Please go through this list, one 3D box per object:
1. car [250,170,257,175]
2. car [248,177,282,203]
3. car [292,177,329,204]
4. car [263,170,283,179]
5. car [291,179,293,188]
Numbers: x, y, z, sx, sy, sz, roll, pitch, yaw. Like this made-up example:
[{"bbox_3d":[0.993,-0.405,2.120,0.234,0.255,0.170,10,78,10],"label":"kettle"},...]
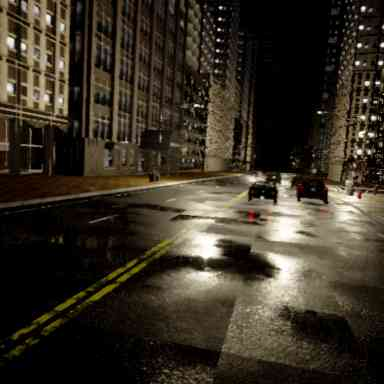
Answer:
[{"bbox_3d":[17.382,-5.392,93.476,2.033,1.411,5.357,5,5,15],"label":"car"},{"bbox_3d":[5.023,-0.088,22.961,1.895,1.301,4.718,5,5,15],"label":"car"},{"bbox_3d":[8.951,-0.256,25.013,2.097,1.767,4.553,5,5,15],"label":"car"},{"bbox_3d":[11.748,-2.049,47.548,2.150,2.045,5.566,6,6,15],"label":"car"},{"bbox_3d":[13.780,-1.251,42.869,1.882,1.535,5.008,5,4,15],"label":"car"}]
